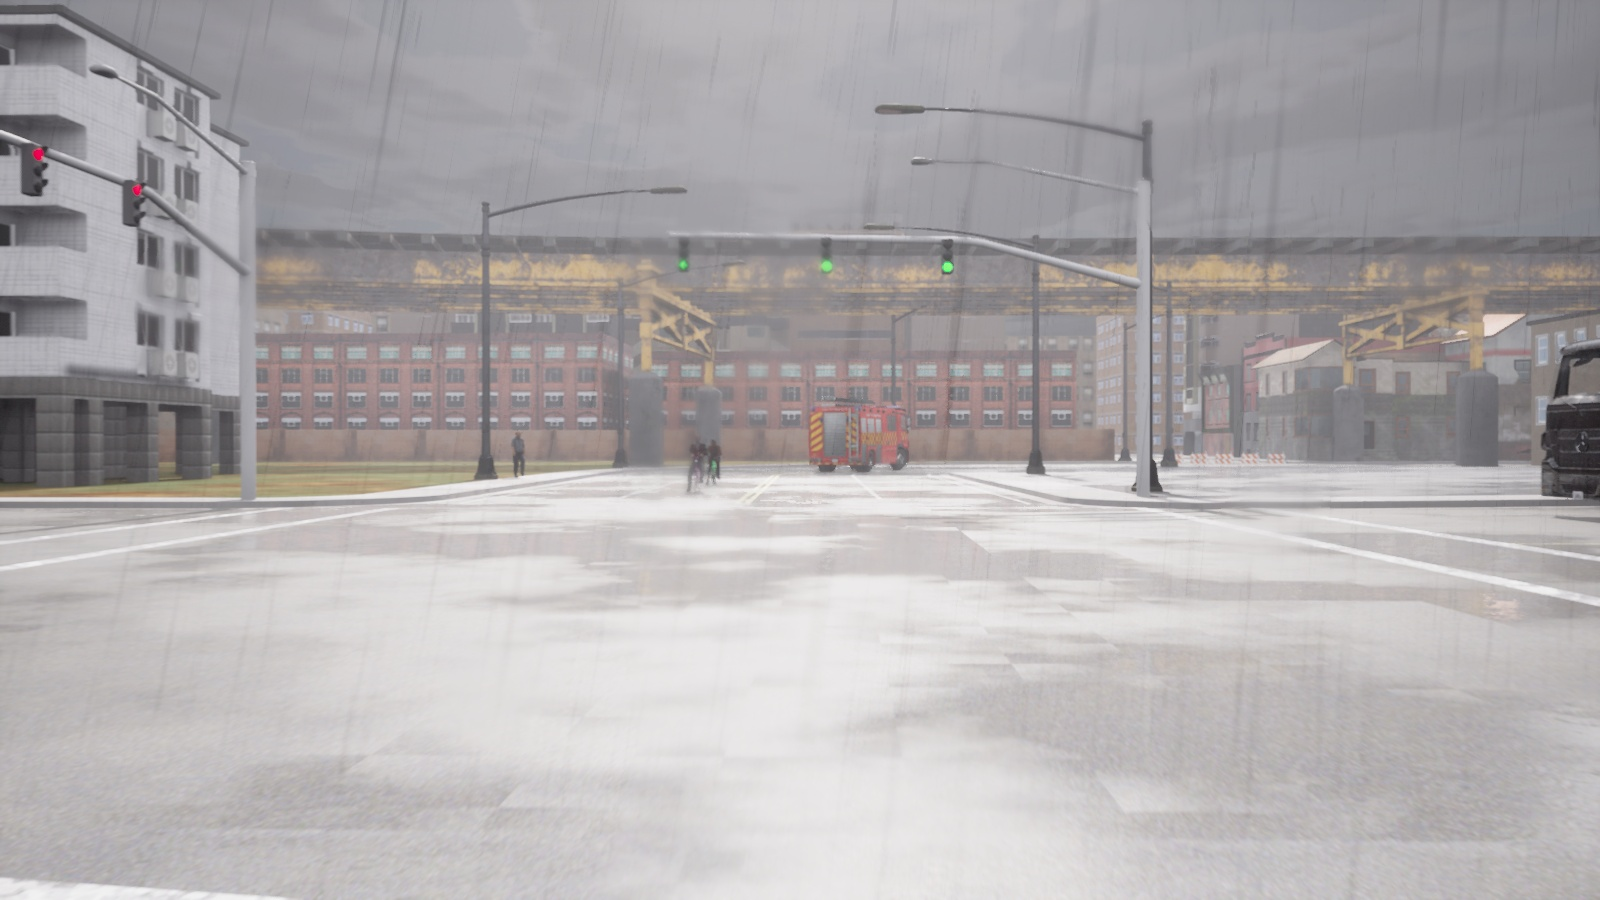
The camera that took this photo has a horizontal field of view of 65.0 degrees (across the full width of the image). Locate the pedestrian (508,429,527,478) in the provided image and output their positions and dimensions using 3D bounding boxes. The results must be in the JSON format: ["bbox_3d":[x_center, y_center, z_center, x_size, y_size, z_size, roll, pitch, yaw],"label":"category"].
[{"bbox_3d":[-10.740,0.114,47.724,0.540,1.848,0.694,0,0,-32],"label":"pedestrian"}]

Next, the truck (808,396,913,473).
[{"bbox_3d":[3.369,-0.796,67.200,2.891,3.827,8.468,0,0,23],"label":"truck"}]

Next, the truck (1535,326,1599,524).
[{"bbox_3d":[17.956,-0.473,22.396,7.936,3.462,2.891,-1,0,2],"label":"truck"}]
